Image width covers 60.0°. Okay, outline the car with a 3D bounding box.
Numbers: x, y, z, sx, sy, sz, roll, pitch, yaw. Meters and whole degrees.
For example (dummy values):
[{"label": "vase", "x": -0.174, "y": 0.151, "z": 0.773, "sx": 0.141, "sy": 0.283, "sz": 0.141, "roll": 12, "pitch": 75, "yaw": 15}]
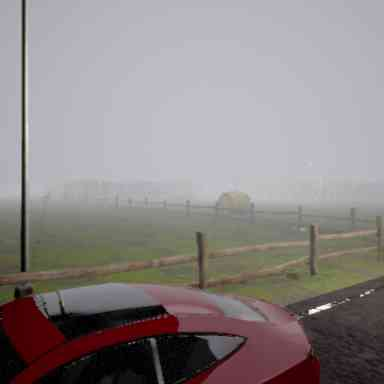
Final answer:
[{"label": "car", "x": -0.963, "y": 1.526, "z": 2.367, "sx": 4.674, "sy": 1.442, "sz": 1.812, "roll": 0, "pitch": 0, "yaw": -36}]
